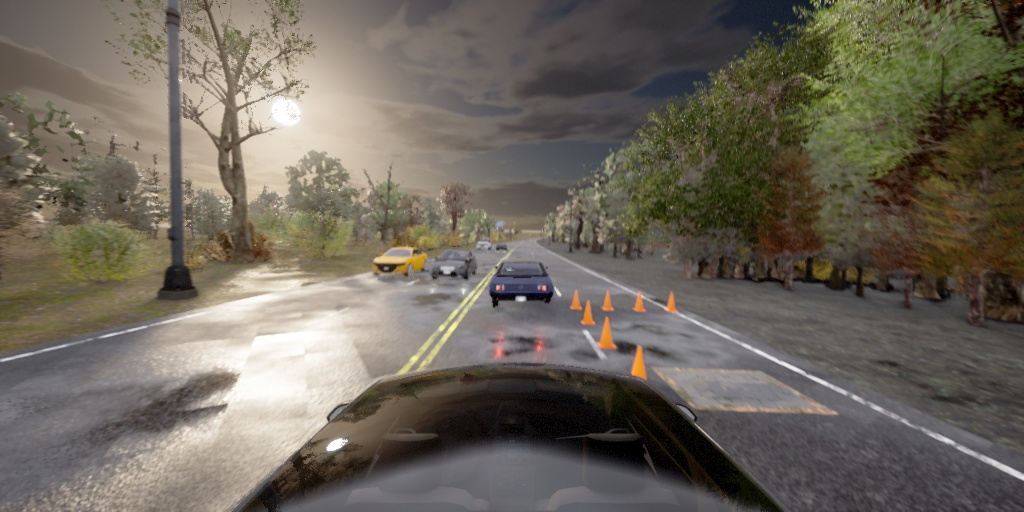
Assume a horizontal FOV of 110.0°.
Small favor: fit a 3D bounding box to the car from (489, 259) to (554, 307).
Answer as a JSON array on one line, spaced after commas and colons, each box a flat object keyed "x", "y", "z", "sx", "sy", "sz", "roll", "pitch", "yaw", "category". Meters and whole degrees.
[{"x": 0.322, "y": 0.745, "z": 12.477, "sx": 1.895, "sy": 1.301, "sz": 4.718, "roll": 0, "pitch": 5, "yaw": 2, "category": "car"}]

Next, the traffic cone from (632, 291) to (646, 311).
[{"x": 4.020, "y": 1.411, "z": 11.333, "sx": 0.340, "sy": 0.580, "sz": 0.340, "roll": 0, "pitch": 0, "yaw": 1, "category": "traffic cone"}]

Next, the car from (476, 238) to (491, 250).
[{"x": -4.880, "y": -2.081, "z": 63.063, "sx": 2.150, "sy": 2.045, "sz": 5.566, "roll": 2, "pitch": 3, "yaw": 2, "category": "car"}]

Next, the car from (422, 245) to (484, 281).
[{"x": -2.978, "y": 0.384, "z": 19.247, "sx": 2.128, "sy": 1.511, "sz": 4.902, "roll": 2, "pitch": 3, "yaw": 1, "category": "car"}]

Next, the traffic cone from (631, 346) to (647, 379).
[{"x": 1.893, "y": 1.640, "z": 5.382, "sx": 0.340, "sy": 0.580, "sz": 0.340, "roll": 0, "pitch": 0, "yaw": 1, "category": "traffic cone"}]

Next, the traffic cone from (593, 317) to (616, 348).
[{"x": 1.936, "y": 1.546, "z": 7.379, "sx": 0.340, "sy": 0.580, "sz": 0.340, "roll": 0, "pitch": 0, "yaw": 1, "category": "traffic cone"}]

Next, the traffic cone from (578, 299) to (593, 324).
[{"x": 1.979, "y": 1.452, "z": 9.376, "sx": 0.340, "sy": 0.580, "sz": 0.340, "roll": 0, "pitch": 0, "yaw": 1, "category": "traffic cone"}]

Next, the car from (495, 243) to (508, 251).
[{"x": -1.723, "y": -1.556, "z": 60.697, "sx": 2.033, "sy": 1.411, "sz": 5.357, "roll": 2, "pitch": 3, "yaw": 2, "category": "car"}]

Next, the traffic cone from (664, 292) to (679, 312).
[{"x": 5.020, "y": 1.438, "z": 11.313, "sx": 0.340, "sy": 0.580, "sz": 0.340, "roll": 0, "pitch": 0, "yaw": 1, "category": "traffic cone"}]

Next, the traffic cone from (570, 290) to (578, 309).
[{"x": 2.021, "y": 1.357, "z": 11.374, "sx": 0.340, "sy": 0.580, "sz": 0.340, "roll": 0, "pitch": 0, "yaw": 1, "category": "traffic cone"}]

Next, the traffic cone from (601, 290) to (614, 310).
[{"x": 3.021, "y": 1.384, "z": 11.353, "sx": 0.340, "sy": 0.580, "sz": 0.340, "roll": 0, "pitch": 0, "yaw": 1, "category": "traffic cone"}]

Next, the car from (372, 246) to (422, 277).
[{"x": -6.200, "y": 0.233, "z": 20.346, "sx": 1.882, "sy": 1.535, "sz": 5.008, "roll": 2, "pitch": 3, "yaw": 1, "category": "car"}]
